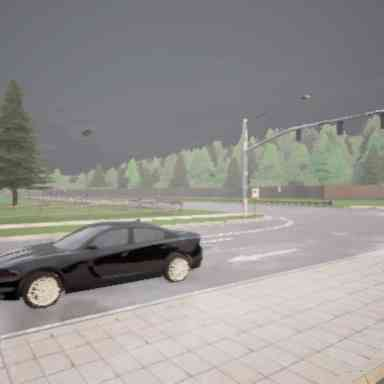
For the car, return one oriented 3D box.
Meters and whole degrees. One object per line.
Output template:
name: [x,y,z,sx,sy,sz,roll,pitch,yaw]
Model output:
car: [-2.038,1.458,8.025,5.008,1.535,1.882,0,0,-35]
